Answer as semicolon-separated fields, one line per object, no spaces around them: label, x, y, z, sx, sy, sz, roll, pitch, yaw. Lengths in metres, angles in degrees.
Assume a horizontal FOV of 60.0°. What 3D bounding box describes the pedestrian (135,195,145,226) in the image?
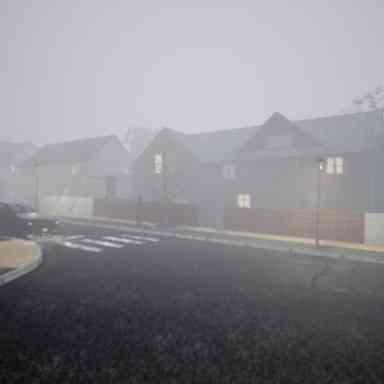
pedestrian;-3.163;1.104;19.927;0.375;1.860;0.375;-1;-5;32

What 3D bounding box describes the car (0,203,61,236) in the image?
car;-8.949;1.255;16.621;5.357;1.411;2.033;2;0;32
